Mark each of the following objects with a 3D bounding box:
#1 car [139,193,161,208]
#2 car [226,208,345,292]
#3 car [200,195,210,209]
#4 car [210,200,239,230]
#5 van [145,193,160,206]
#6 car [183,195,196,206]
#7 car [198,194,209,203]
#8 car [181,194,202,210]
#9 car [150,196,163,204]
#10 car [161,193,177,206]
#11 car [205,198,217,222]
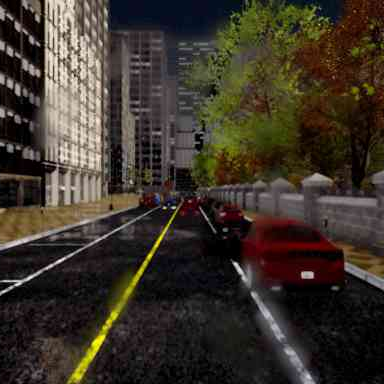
[{"bbox_3d":[-5.810,1.070,44.257,2.192,1.841,5.009,0,0,-1],"label":"car"},{"bbox_3d":[2.196,1.429,8.848,1.882,1.535,5.008,0,0,0],"label":"car"},{"bbox_3d":[2.265,1.352,38.680,1.947,1.339,4.313,0,0,-1],"label":"car"},{"bbox_3d":[2.412,1.461,22.031,1.802,1.307,4.206,0,0,-1],"label":"car"},{"bbox_3d":[-5.859,1.063,49.798,1.690,1.788,3.998,0,0,-1],"label":"van"},{"bbox_3d":[-0.389,1.231,49.097,1.837,1.490,4.892,0,0,-1],"label":"car"},{"bbox_3d":[2.068,1.096,60.877,1.967,1.590,4.097,0,0,-1],"label":"car"},{"bbox_3d":[-0.220,1.135,39.278,2.097,1.767,4.553,0,0,0],"label":"car"},{"bbox_3d":[-5.908,1.271,55.340,1.802,1.307,4.206,0,0,-1],"label":"car"},{"bbox_3d":[-3.131,1.283,47.558,2.033,1.411,5.357,0,0,0],"label":"car"},{"bbox_3d":[2.363,1.414,27.580,1.947,1.339,4.313,0,0,-1],"label":"car"}]
